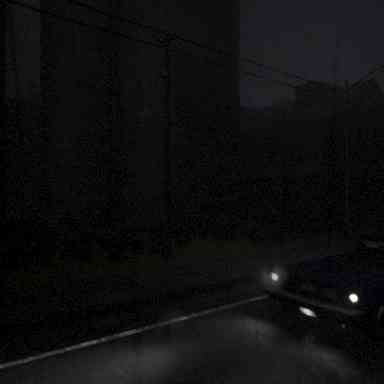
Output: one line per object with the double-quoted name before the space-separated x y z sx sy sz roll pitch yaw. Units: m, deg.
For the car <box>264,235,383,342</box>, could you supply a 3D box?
"car" 3.639 1.600 6.595 4.718 1.301 1.895 0 0 -36
